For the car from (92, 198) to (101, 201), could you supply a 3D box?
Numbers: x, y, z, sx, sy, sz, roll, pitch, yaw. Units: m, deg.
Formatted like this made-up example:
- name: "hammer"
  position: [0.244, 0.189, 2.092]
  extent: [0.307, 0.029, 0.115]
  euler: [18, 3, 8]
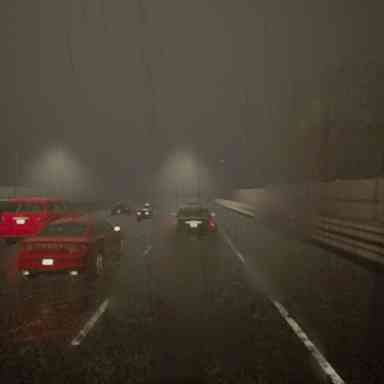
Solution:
- name: "car"
  position: [-21.080, 1.944, 73.007]
  extent: [1.994, 1.385, 4.181]
  euler: [0, 0, 0]

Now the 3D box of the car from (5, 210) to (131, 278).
- name: "car"
  position: [-3.421, 1.534, 10.377]
  extent: [1.882, 1.535, 5.008]
  euler: [0, -1, 0]

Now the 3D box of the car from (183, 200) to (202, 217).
- name: "car"
  position: [0.061, 1.673, 34.410]
  extent: [1.882, 1.535, 5.008]
  euler: [0, 0, 0]

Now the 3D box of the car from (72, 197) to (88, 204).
- name: "car"
  position: [-24.580, 1.850, 73.420]
  extent: [1.882, 1.535, 5.008]
  euler: [0, 0, 0]

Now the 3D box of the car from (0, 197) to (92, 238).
- name: "car"
  position: [-6.918, 1.310, 16.125]
  extent: [2.150, 2.045, 5.566]
  euler: [0, 0, 0]

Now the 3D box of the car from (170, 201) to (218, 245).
- name: "car"
  position: [0.080, 1.440, 16.198]
  extent: [2.097, 1.767, 4.553]
  euler: [0, 0, 0]

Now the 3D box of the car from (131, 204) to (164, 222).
- name: "car"
  position: [-3.433, 1.703, 27.803]
  extent: [2.033, 1.411, 5.357]
  euler: [0, 0, 0]

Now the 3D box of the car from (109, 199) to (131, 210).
- name: "car"
  position: [-6.937, 1.718, 33.868]
  extent: [1.812, 1.442, 4.674]
  euler: [0, 0, 0]

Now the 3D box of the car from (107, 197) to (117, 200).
- name: "car"
  position: [-17.580, 1.872, 73.428]
  extent: [1.837, 1.490, 4.892]
  euler: [0, 0, 0]
